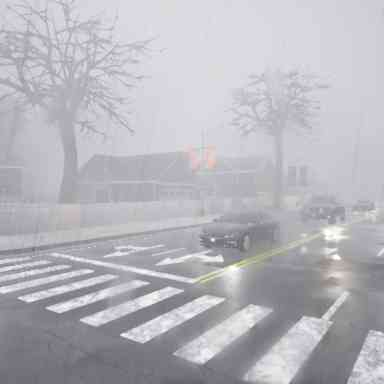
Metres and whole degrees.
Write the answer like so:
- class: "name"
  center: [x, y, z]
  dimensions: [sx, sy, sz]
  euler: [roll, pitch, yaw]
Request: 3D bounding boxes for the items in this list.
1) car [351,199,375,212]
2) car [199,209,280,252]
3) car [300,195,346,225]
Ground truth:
- class: "car"
  center: [20.052, 1.529, 38.749]
  dimensions: [2.033, 1.411, 5.357]
  euler: [0, 0, 36]
- class: "car"
  center: [2.180, 1.507, 14.137]
  dimensions: [1.837, 1.490, 4.892]
  euler: [0, 0, 36]
- class: "car"
  center: [9.847, 1.222, 24.744]
  dimensions: [2.150, 2.045, 5.566]
  euler: [0, 0, 36]
